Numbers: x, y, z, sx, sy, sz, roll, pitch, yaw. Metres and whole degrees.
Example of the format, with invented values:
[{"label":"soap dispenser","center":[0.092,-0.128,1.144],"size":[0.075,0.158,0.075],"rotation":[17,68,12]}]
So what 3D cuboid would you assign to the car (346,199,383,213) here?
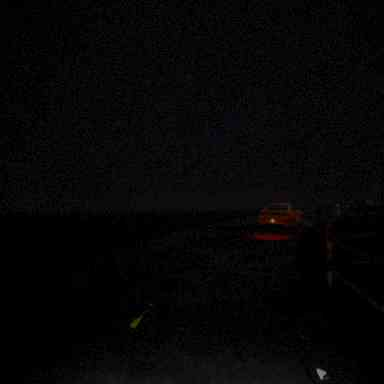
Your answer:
[{"label":"car","center":[18.526,1.467,35.536],"size":[5.357,1.411,2.033],"rotation":[0,0,-37]}]

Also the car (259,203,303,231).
[{"label":"car","center":[5.522,1.412,20.333],"size":[1.882,1.535,5.008],"rotation":[0,0,27]}]
